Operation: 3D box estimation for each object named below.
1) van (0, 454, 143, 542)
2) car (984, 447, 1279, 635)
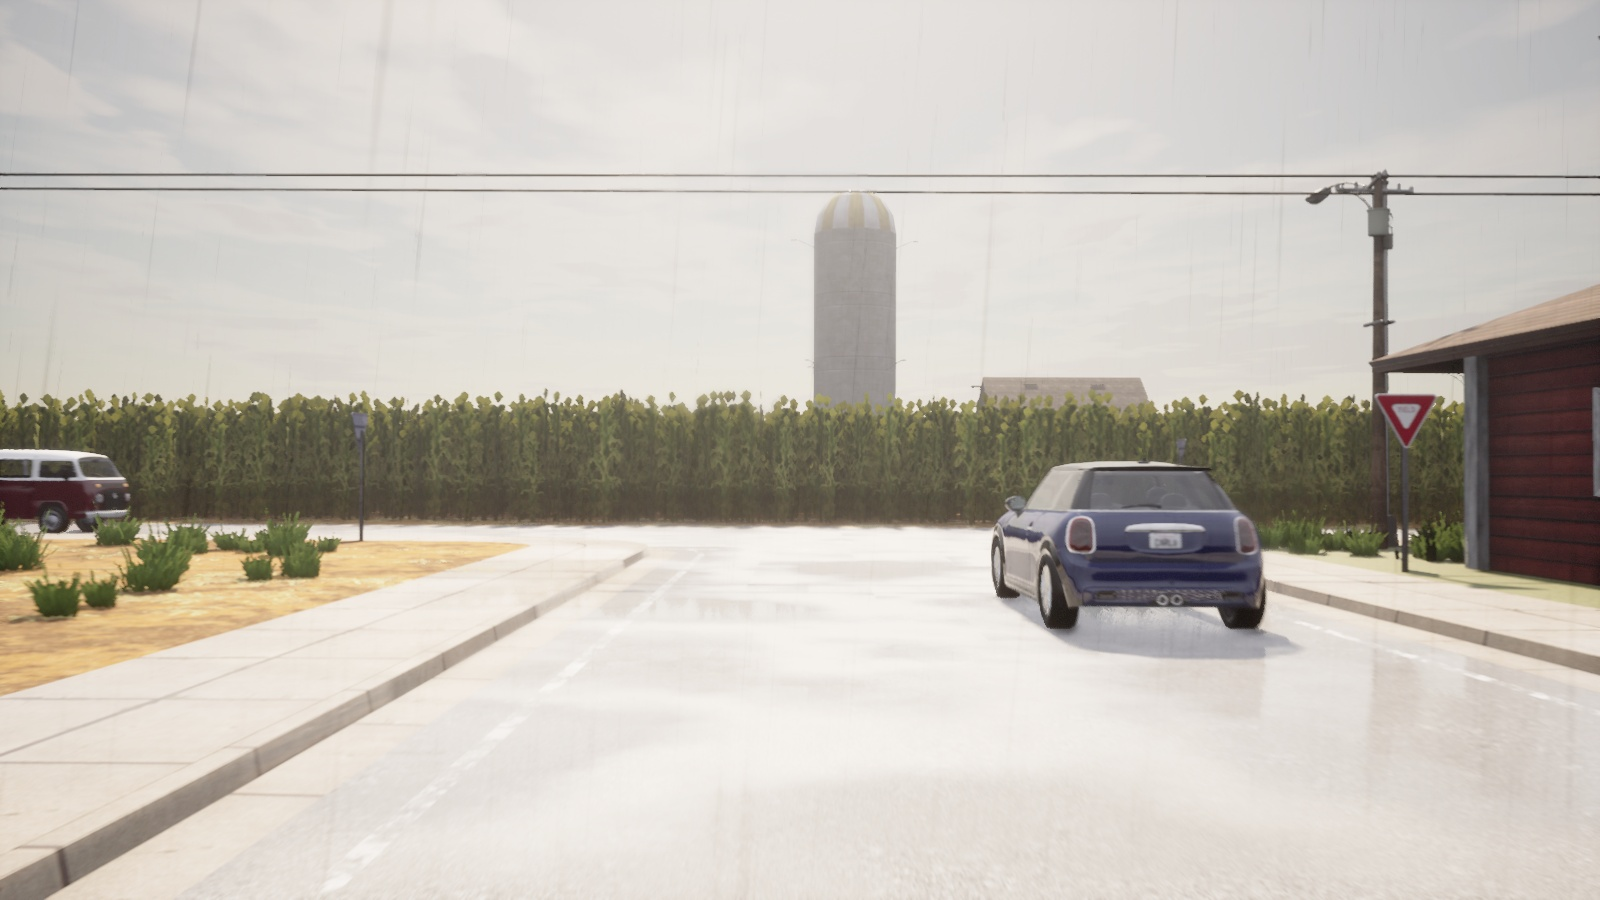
[{"bbox_3d":[-18.661,1.147,30.343,4.480,2.038,2.069,0,-1,1],"label":"van"},{"bbox_3d":[3.465,0.896,14.132,2.097,1.767,4.553,0,-1,0],"label":"car"}]
